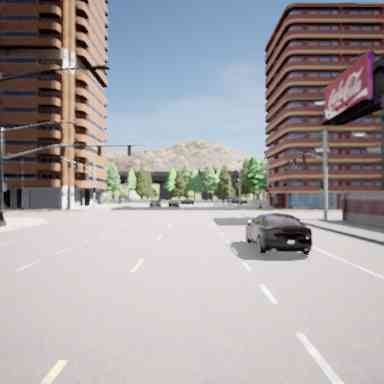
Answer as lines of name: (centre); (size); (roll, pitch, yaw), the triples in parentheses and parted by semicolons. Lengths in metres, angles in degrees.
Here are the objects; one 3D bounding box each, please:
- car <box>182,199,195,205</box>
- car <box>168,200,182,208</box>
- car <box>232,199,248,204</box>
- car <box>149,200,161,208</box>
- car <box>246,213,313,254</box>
car: (-1.100, 2.411, 82.463); (2.128, 1.511, 4.902); (0, -1, -27)
car: (-3.530, 2.186, 63.824); (1.882, 1.535, 5.008); (0, -1, 0)
car: (12.572, 2.409, 84.697); (4.902, 1.511, 2.128); (0, -1, -10)
car: (-7.029, 2.200, 63.793); (2.128, 1.511, 4.902); (0, -1, 0)
car: (3.522, 1.637, 14.224); (1.882, 1.535, 5.008); (0, 0, 0)
